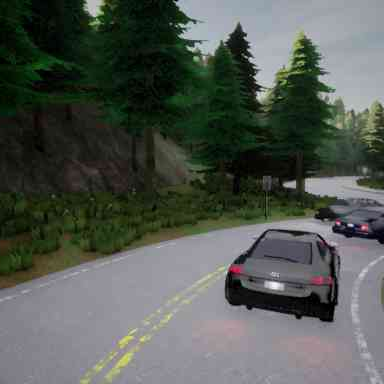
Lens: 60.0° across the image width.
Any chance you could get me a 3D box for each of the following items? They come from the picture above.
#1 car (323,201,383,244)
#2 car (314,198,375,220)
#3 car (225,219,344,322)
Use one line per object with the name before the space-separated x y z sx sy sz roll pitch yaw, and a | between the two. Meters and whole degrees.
car | 8.598 1.372 14.965 5.357 1.411 2.033 -1 5 -33
car | 9.532 1.070 19.407 5.357 1.411 2.033 -1 5 -32
car | 2.213 1.532 7.443 1.994 1.385 4.181 2 2 24
